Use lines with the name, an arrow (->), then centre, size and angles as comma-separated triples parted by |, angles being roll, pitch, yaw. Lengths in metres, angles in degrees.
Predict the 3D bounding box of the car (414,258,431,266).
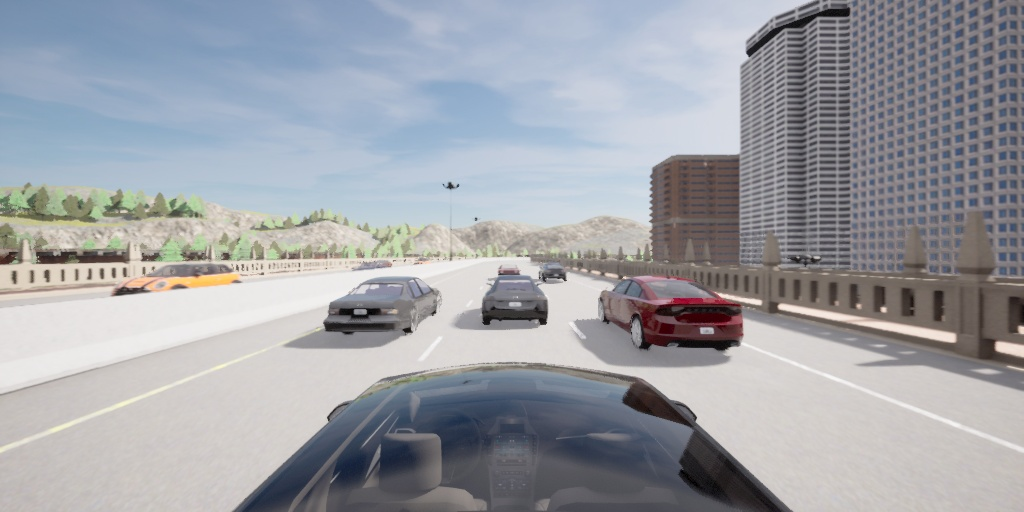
car -> -15.286, 1.109, 61.607 | 2.097, 1.767, 4.553 | 0, 0, -2

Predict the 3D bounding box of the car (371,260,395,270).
car -> -18.531, 1.275, 51.572 | 1.812, 1.442, 4.674 | 0, 0, -1

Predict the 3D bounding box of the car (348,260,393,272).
car -> -10.890, 1.242, 27.348 | 2.128, 1.511, 4.902 | 0, 0, -1

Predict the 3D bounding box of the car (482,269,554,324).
car -> 0.077, 1.314, 11.980 | 1.994, 1.385, 4.181 | 0, 0, 0

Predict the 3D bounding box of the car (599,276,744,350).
car -> 3.591, 1.228, 9.090 | 1.882, 1.535, 5.008 | 0, 0, 0

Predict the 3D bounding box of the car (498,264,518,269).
car -> -0.324, 1.352, 31.761 | 1.895, 1.301, 4.718 | 0, 0, -2

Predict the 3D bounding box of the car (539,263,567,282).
car -> 3.248, 1.277, 29.119 | 1.812, 1.442, 4.674 | 0, 0, -2

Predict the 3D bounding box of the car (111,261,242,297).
car -> -14.159, 1.102, 15.500 | 2.097, 1.767, 4.553 | 0, 0, -1

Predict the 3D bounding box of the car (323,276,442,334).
car -> -3.410, 1.297, 10.540 | 2.033, 1.411, 5.357 | 0, 0, 0
